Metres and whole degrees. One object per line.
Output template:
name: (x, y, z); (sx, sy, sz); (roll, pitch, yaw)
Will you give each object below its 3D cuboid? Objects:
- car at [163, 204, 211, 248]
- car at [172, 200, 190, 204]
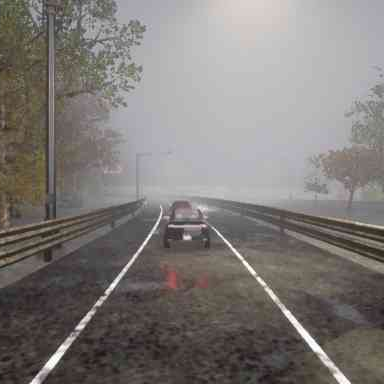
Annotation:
car: (-0.254, 1.489, 14.733); (2.128, 1.511, 4.902); (0, 0, -2)
car: (-1.010, 1.477, 29.777); (1.882, 1.535, 5.008); (0, 0, -4)
